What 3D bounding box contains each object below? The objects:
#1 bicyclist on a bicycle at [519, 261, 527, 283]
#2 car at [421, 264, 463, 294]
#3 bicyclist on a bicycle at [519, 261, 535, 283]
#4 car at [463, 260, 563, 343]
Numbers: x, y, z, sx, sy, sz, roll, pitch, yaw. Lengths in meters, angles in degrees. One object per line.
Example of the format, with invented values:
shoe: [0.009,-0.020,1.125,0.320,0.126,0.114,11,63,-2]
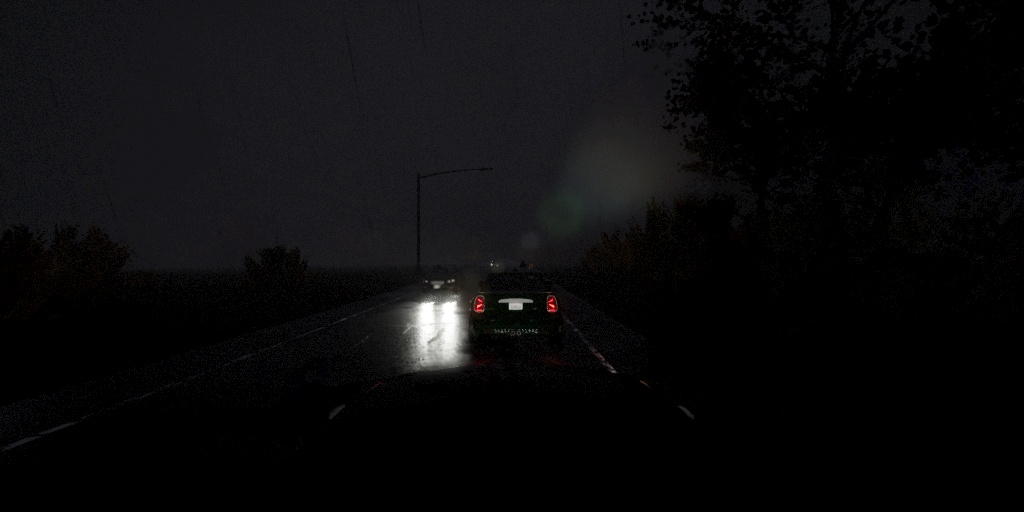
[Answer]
bicyclist on a bicycle: [0.839,1.193,27.269,0.582,1.620,1.656,0,0,0]
car: [-3.678,1.235,19.952,2.128,1.511,4.902,0,0,0]
bicyclist on a bicycle: [0.902,1.181,17.152,0.866,1.612,1.509,0,0,0]
car: [0.072,1.099,9.808,2.097,1.767,4.553,0,0,0]
